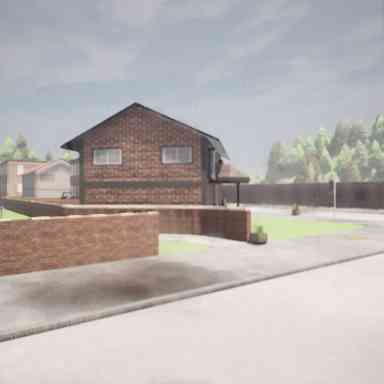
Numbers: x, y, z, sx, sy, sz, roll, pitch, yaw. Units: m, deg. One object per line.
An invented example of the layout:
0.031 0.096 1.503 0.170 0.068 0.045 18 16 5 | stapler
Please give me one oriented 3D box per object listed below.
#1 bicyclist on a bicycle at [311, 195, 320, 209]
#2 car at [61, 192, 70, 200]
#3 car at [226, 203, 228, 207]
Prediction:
14.680 1.181 39.507 1.656 1.620 0.582 -1 0 -36 | bicyclist on a bicycle
-14.087 0.920 38.792 1.905 1.878 3.866 0 0 -35 | car
2.589 1.437 42.003 1.994 1.385 4.181 0 0 -35 | car
